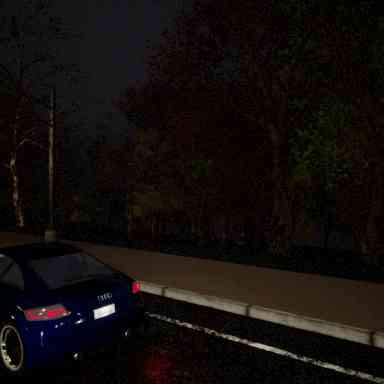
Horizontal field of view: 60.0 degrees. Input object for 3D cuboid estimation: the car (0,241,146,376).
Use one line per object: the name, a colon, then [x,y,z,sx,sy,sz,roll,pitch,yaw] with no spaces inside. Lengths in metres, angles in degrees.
car: [-2.775,1.563,5.647,4.181,1.385,1.994,0,0,37]
